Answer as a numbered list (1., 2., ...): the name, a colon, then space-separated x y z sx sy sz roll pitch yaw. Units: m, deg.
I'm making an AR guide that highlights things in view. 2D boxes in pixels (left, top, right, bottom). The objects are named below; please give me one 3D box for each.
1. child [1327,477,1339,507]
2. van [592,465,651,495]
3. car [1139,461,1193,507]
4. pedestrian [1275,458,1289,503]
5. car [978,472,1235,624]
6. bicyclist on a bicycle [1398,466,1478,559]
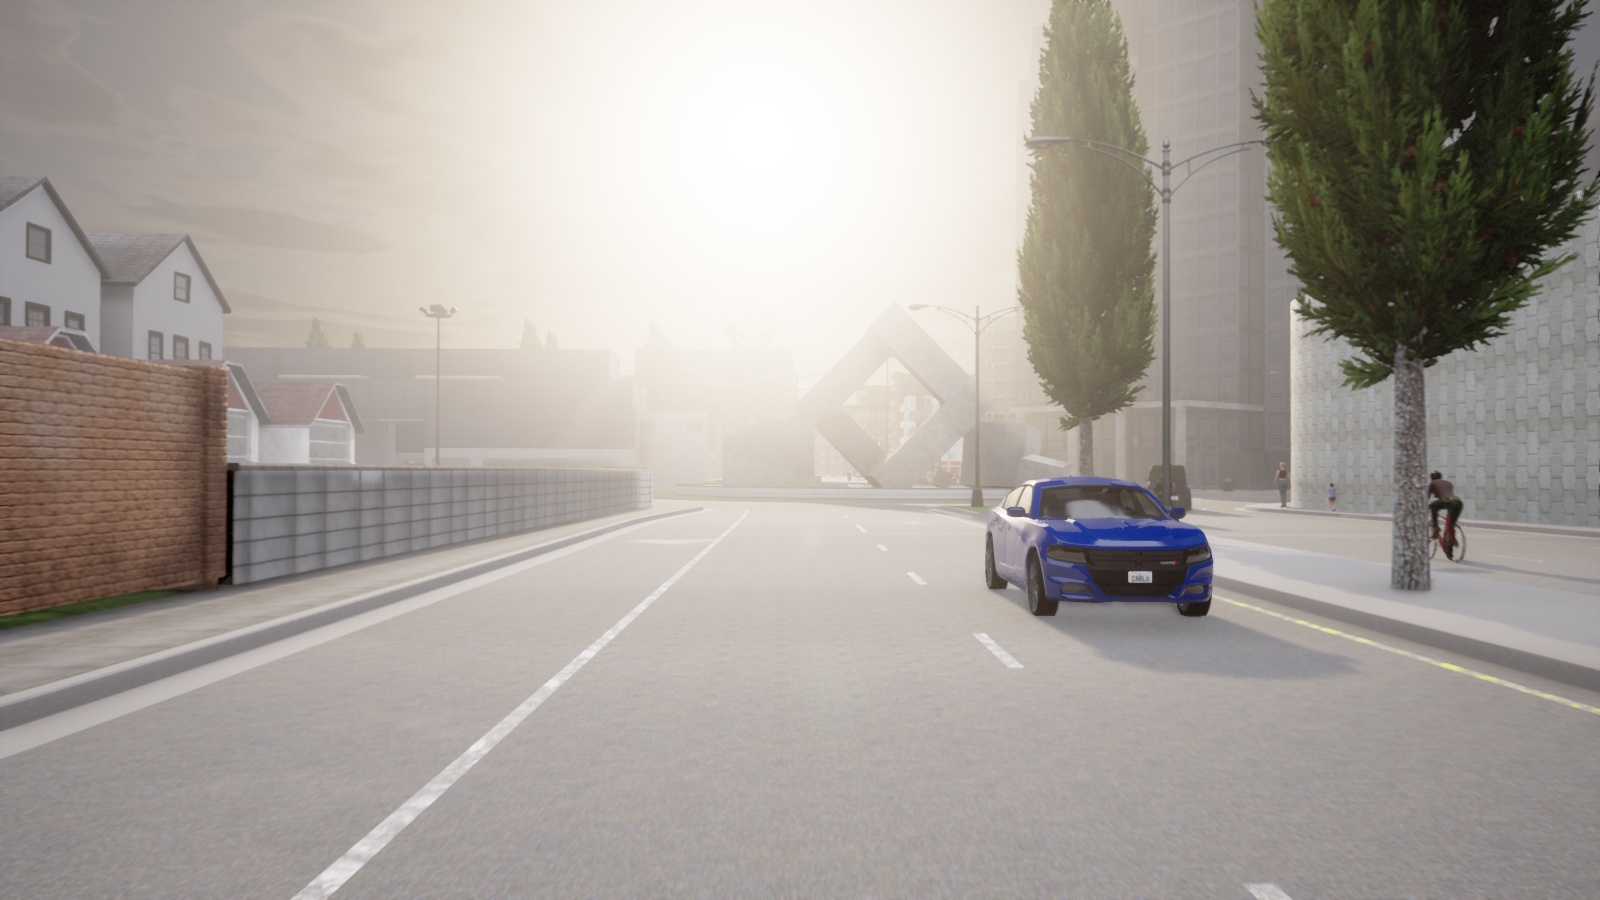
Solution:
1. child: 19.607 1.545 46.228 0.255 1.110 0.394 0 -1 -3
2. van: -12.211 2.060 86.272 1.775 1.987 4.442 -1 -1 28
3. car: 15.536 1.443 53.462 1.905 1.878 3.866 -1 -1 12
4. pedestrian: 19.584 1.245 51.003 0.345 1.836 0.594 0 -1 4
5. car: 3.463 1.034 15.258 1.882 1.535 5.008 0 -1 0
6. bicyclist on a bicycle: 11.445 1.100 22.576 0.582 1.620 1.656 0 -1 0
